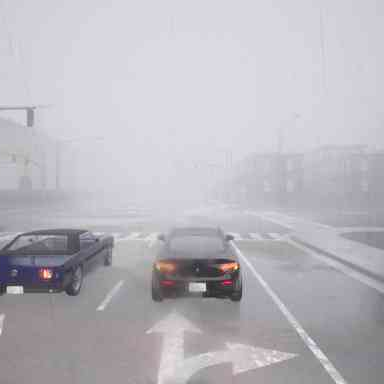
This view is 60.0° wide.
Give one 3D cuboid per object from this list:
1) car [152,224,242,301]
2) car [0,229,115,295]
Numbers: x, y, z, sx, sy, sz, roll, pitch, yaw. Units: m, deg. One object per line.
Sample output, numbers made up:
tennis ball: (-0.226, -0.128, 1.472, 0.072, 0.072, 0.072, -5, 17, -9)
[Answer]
car: (0.101, 1.526, 8.200, 1.812, 1.442, 4.674, 0, 0, 0)
car: (-3.397, 1.601, 8.633, 1.895, 1.301, 4.718, 0, 0, 0)
